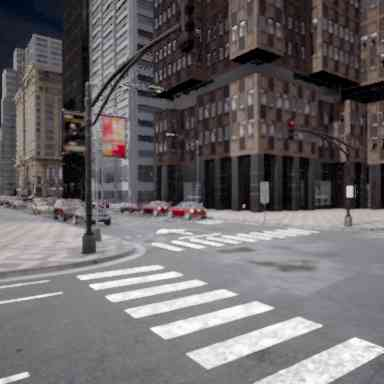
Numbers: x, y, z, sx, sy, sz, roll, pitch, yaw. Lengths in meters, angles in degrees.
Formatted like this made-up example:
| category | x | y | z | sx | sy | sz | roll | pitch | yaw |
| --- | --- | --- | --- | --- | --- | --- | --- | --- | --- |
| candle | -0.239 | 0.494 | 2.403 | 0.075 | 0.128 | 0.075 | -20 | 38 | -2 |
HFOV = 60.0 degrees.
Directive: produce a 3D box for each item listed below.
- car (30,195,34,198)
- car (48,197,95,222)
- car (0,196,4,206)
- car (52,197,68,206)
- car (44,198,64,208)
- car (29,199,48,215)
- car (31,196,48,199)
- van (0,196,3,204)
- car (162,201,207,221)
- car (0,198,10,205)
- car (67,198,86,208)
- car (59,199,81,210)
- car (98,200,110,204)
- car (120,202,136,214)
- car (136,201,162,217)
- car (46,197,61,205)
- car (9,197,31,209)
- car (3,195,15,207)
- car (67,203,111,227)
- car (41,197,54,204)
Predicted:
| category | x | y | z | sx | sy | sz | roll | pitch | yaw |
| --- | --- | --- | --- | --- | --- | --- | --- | --- | --- |
| car | -38.458 | 1.965 | 82.687 | 1.752 | 1.417 | 4.829 | -1 | 0 | -36 |
| car | -10.622 | 1.547 | 29.034 | 2.192 | 1.841 | 5.009 | -1 | 0 | -36 |
| car | -35.849 | 1.727 | 64.359 | 2.192 | 1.841 | 5.009 | -1 | 0 | -36 |
| car | -25.750 | 1.778 | 64.889 | 1.967 | 1.590 | 4.097 | -1 | 0 | -36 |
| car | -24.039 | 1.871 | 57.747 | 2.033 | 1.411 | 5.357 | 0 | 0 | -36 |
| car | -16.828 | 1.798 | 37.727 | 1.752 | 1.417 | 4.829 | -1 | 0 | -36 |
| car | -22.856 | 1.792 | 50.928 | 1.882 | 1.535 | 5.008 | 0 | 0 | -36 |
| van | -45.308 | 1.830 | 77.606 | 1.690 | 1.788 | 3.998 | -1 | 0 | -36 |
| car | -0.528 | 1.602 | 29.571 | 1.967 | 1.590 | 4.097 | -1 | 0 | -36 |
| car | -38.999 | 1.982 | 68.775 | 1.887 | 1.381 | 4.507 | -1 | 0 | -36 |
| car | -19.543 | 1.816 | 56.198 | 1.752 | 1.417 | 4.829 | -1 | 0 | -36 |
| car | -18.270 | 1.846 | 49.722 | 1.994 | 1.385 | 4.181 | 0 | 0 | -35 |
| car | -13.138 | 1.790 | 47.230 | 1.887 | 1.381 | 4.507 | -1 | 0 | -36 |
| car | -6.832 | 1.785 | 38.401 | 1.802 | 1.307 | 4.206 | -1 | 0 | -36 |
| car | -3.681 | 1.622 | 33.986 | 1.967 | 1.590 | 4.097 | -1 | 0 | -36 |
| car | -28.903 | 1.802 | 69.304 | 1.967 | 1.590 | 4.097 | -1 | 0 | -36 |
| car | -26.386 | 1.922 | 51.113 | 1.802 | 1.307 | 4.206 | -1 | 0 | -36 |
| car | -29.542 | 1.679 | 55.528 | 2.192 | 1.841 | 5.009 | -1 | 0 | -36 |
| car | -7.466 | 1.778 | 24.619 | 1.947 | 1.339 | 4.313 | -1 | 0 | -36 |
| car | -32.055 | 1.932 | 73.719 | 1.887 | 1.381 | 4.507 | -1 | 0 | -36 |
